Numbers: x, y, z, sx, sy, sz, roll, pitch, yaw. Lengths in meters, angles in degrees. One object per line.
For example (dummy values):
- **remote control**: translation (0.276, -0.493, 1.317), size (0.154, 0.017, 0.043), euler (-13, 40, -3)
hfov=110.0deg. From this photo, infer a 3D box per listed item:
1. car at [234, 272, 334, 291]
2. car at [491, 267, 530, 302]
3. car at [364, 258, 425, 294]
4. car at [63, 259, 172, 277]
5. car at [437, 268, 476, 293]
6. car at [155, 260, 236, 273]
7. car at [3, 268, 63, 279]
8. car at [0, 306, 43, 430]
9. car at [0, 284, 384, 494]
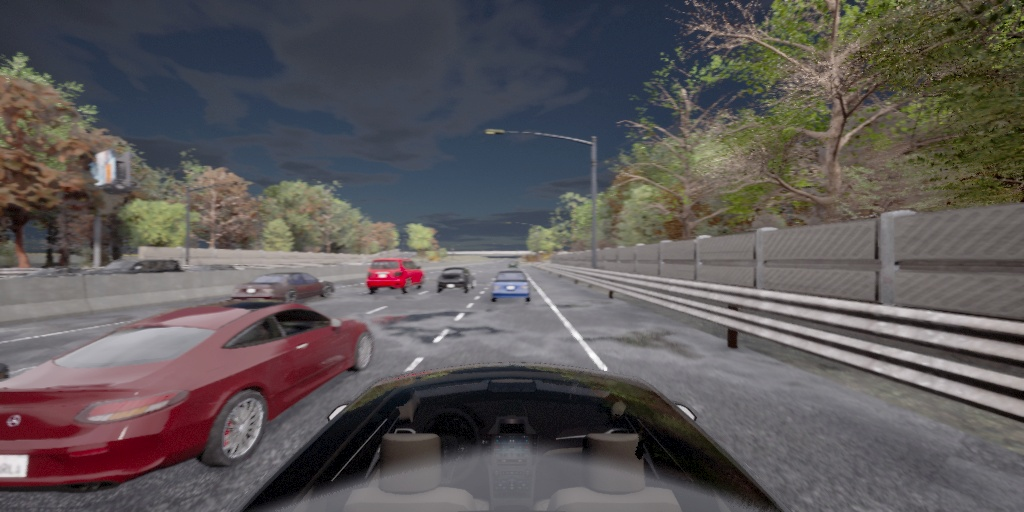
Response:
- **car**: translation (-10.458, 1.459, 16.887), size (2.033, 1.411, 5.357), euler (0, -1, 0)
- **car**: translation (-0.051, 1.445, 18.118), size (2.033, 1.411, 5.357), euler (0, -1, 0)
- **car**: translation (-6.935, 1.170, 21.880), size (2.150, 2.045, 5.566), euler (0, -1, 0)
- **car**: translation (-24.621, 1.226, 23.408), size (2.150, 2.045, 5.566), euler (0, 0, 0)
- **car**: translation (-3.432, 1.451, 22.513), size (1.837, 1.490, 4.892), euler (0, -1, 0)
- **car**: translation (-21.116, 1.360, 24.690), size (2.097, 1.767, 4.553), euler (0, -1, 0)
- **car**: translation (-31.613, 1.540, 24.858), size (1.837, 1.490, 4.892), euler (0, -1, 0)
- **car**: translation (-7.016, 1.316, 1.896), size (2.033, 1.411, 5.357), euler (0, -1, 0)
- **car**: translation (-3.505, 1.312, 4.792), size (1.812, 1.442, 4.674), euler (0, -1, 0)
